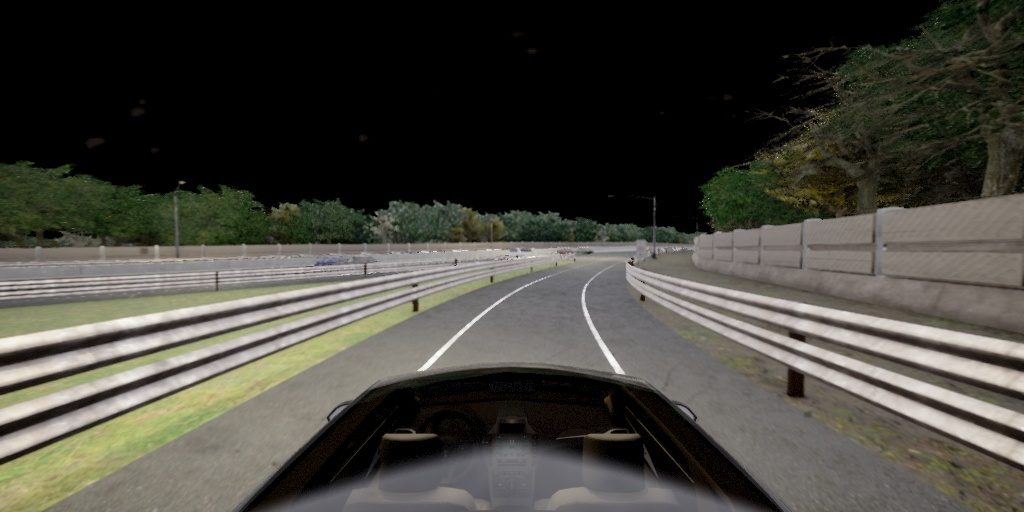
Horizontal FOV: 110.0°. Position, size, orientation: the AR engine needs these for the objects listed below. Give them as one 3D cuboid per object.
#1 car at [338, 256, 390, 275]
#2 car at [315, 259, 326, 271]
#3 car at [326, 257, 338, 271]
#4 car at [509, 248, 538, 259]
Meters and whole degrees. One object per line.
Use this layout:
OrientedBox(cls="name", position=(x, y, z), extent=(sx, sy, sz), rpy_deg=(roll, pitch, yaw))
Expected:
OrientedBox(cls="car", position=(-14.984, 0.859, 37.145), extent=(2.097, 1.767, 4.553), rpy_deg=(1, 3, 42))
OrientedBox(cls="car", position=(-20.183, 0.857, 41.834), extent=(1.882, 1.535, 5.008), rpy_deg=(1, 3, 42))
OrientedBox(cls="car", position=(-17.573, 1.004, 39.506), extent=(1.994, 1.385, 4.181), rpy_deg=(1, 3, 42))
OrientedBox(cls="car", position=(1.824, -0.290, 55.999), extent=(2.150, 2.045, 5.566), rpy_deg=(1, 3, 42))
